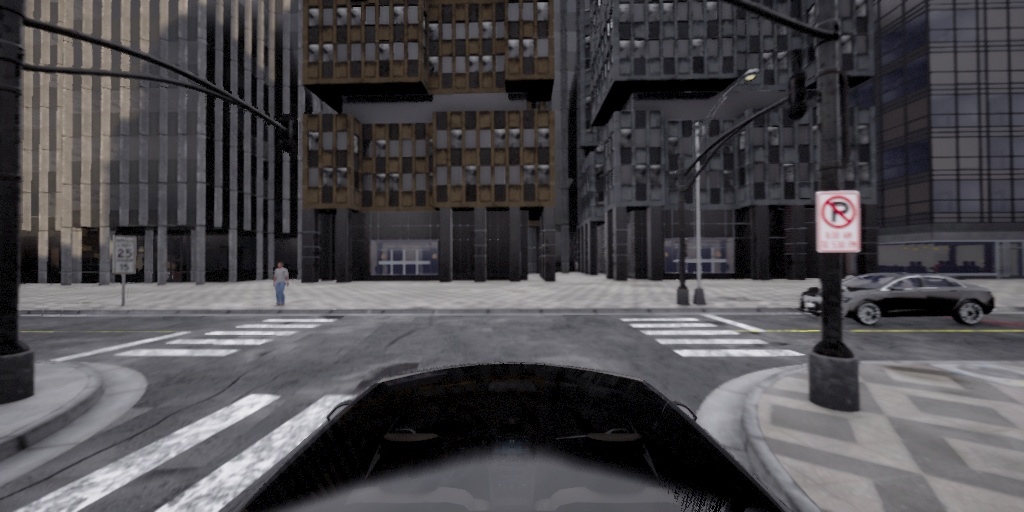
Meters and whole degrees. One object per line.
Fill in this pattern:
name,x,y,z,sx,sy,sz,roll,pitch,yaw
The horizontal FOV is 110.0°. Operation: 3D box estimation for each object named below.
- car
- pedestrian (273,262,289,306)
car,11.891,1.279,11.293,4.902,1.511,2.128,0,-1,2
pedestrian,-9.599,1.129,14.926,0.375,1.860,0.375,0,-1,2
